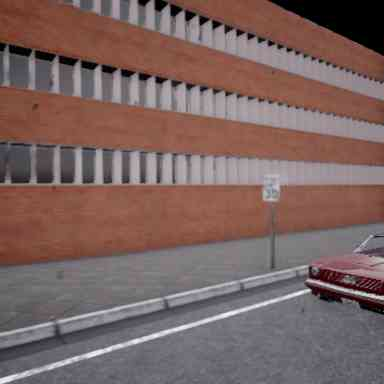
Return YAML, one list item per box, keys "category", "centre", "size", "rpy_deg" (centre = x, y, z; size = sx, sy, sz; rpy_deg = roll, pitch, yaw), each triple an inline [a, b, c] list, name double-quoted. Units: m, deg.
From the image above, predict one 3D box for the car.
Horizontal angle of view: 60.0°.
- category: "car"
  centre: [4.472, 1.545, 6.899]
  size: [4.718, 1.301, 1.895]
  rpy_deg: [-1, 0, -35]
